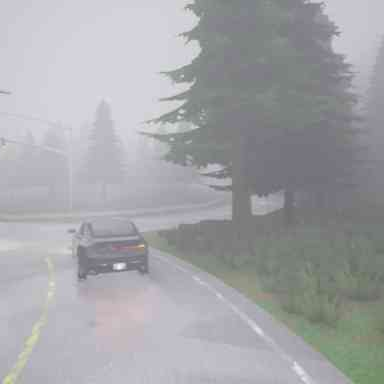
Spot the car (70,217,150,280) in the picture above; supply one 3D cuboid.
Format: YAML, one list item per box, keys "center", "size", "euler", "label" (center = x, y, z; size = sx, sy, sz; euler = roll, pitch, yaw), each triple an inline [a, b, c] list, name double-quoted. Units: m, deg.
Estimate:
- center: [-2.627, 1.533, 10.229]
  size: [1.837, 1.490, 4.892]
  euler: [0, 0, -22]
  label: "car"
